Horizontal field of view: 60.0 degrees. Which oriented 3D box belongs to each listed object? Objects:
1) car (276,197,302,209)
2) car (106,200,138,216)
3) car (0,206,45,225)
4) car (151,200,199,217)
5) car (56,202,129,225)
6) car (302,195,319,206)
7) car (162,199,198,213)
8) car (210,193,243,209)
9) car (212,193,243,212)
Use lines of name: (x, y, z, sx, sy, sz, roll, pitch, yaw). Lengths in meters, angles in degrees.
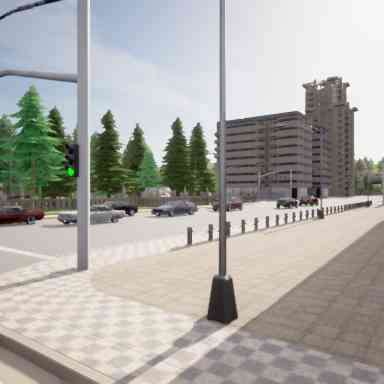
car: (13.186, 1.504, 45.837, 1.837, 1.490, 4.892, 0, 0, 35)
car: (-7.050, 1.477, 29.828, 1.882, 1.535, 5.008, 0, 0, 36)
car: (-12.534, 1.600, 22.207, 1.895, 1.301, 4.718, 0, 0, 37)
car: (-1.508, 1.547, 31.569, 2.033, 1.411, 5.357, 0, 0, 36)
car: (-7.110, 1.600, 23.710, 1.895, 1.301, 4.718, 0, 0, 35)
car: (19.069, 1.351, 54.102, 2.097, 1.767, 4.553, 0, 0, 35)
car: (-1.304, 1.563, 37.898, 1.994, 1.385, 4.181, 0, 0, 35)
car: (4.946, 1.220, 46.600, 2.150, 2.045, 5.566, 0, 0, 36)
car: (4.298, 1.351, 39.705, 2.097, 1.767, 4.553, 0, 0, 36)
